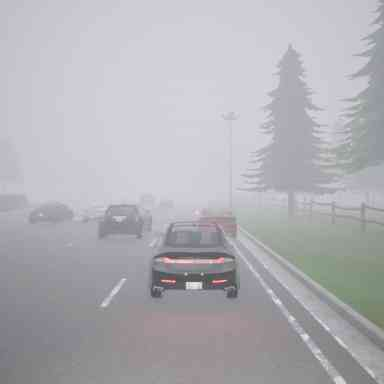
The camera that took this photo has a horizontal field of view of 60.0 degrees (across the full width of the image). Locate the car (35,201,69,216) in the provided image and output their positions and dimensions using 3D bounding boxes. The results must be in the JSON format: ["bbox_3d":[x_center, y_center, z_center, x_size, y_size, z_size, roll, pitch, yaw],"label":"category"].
[{"bbox_3d":[-14.270,1.601,34.168,1.895,1.301,4.718,0,0,-5],"label":"car"}]

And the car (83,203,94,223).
[{"bbox_3d":[-6.899,1.525,25.329,1.812,1.442,4.674,0,0,0],"label":"car"}]

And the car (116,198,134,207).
[{"bbox_3d":[-10.368,1.601,51.626,1.895,1.301,4.718,0,0,0],"label":"car"}]

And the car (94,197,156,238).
[{"bbox_3d":[-3.389,1.352,17.679,2.097,1.767,4.553,0,0,0],"label":"car"}]

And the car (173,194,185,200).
[{"bbox_3d":[-3.446,1.595,89.133,1.895,1.301,4.718,0,0,0],"label":"car"}]

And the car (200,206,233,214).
[{"bbox_3d":[1.236,1.478,17.821,1.882,1.535,5.008,0,0,0],"label":"car"}]

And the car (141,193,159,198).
[{"bbox_3d":[-6.869,1.223,52.086,2.150,2.045,5.566,0,0,0],"label":"car"}]

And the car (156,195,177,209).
[{"bbox_3d":[-3.386,1.525,45.042,1.812,1.442,4.674,0,0,0],"label":"car"}]

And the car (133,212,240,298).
[{"bbox_3d":[0.057,1.492,8.480,2.128,1.511,4.902,0,0,0],"label":"car"}]

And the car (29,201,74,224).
[{"bbox_3d":[-10.384,1.564,24.914,1.994,1.385,4.181,0,0,0],"label":"car"}]
